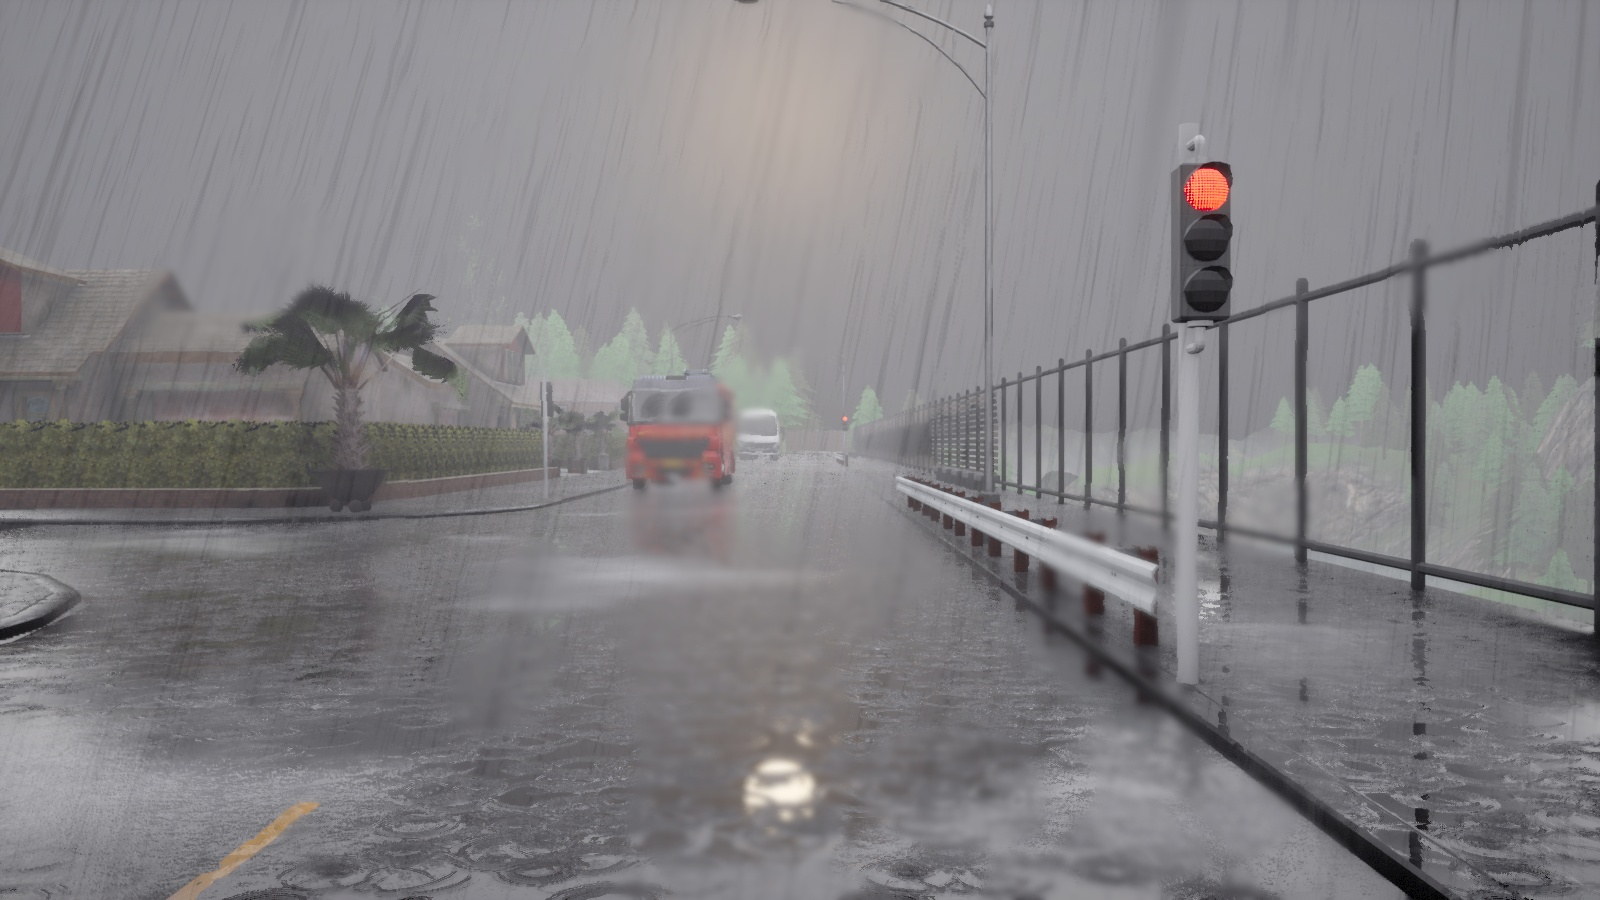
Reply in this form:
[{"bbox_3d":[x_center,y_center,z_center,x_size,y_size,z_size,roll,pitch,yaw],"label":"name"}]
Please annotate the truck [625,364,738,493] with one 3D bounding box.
[{"bbox_3d":[-3.747,-0.656,41.568,2.891,3.827,8.468,0,0,0],"label":"truck"}]
